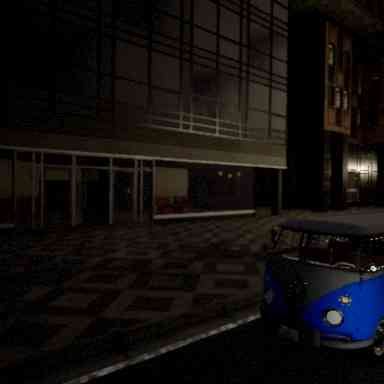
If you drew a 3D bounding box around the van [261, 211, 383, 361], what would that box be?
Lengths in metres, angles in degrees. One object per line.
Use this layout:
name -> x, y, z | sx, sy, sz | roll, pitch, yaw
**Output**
van -> 2.870, 1.265, 5.544 | 3.998, 1.788, 1.690 | 0, 1, -39
